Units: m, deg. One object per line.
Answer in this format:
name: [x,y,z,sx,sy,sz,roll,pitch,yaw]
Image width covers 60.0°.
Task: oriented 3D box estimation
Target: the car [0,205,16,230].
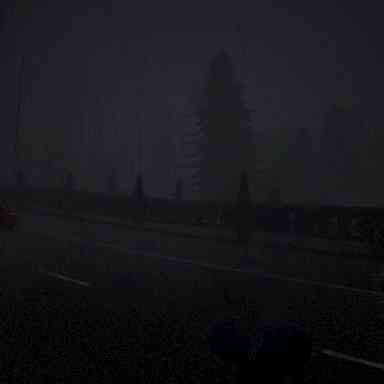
car: [-10.033,1.005,15.448,4.181,1.385,1.994,4,2,35]
